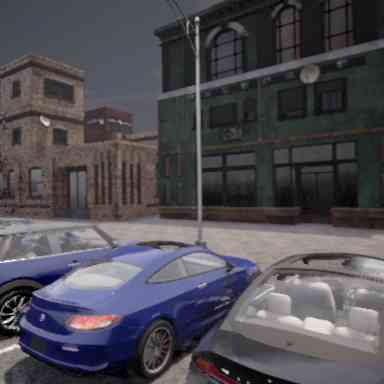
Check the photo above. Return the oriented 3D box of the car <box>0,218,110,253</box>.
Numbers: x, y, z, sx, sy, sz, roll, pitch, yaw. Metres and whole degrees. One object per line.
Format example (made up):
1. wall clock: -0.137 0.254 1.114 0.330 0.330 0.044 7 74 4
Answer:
1. car: -2.682 1.423 7.230 2.185 1.767 4.553 -1 0 35

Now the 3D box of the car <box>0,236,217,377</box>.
1. car: -0.401 1.557 5.638 2.002 1.452 4.674 -1 0 35

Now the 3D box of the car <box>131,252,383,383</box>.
1. car: 1.859 1.489 4.022 2.231 1.521 4.892 -1 0 35
